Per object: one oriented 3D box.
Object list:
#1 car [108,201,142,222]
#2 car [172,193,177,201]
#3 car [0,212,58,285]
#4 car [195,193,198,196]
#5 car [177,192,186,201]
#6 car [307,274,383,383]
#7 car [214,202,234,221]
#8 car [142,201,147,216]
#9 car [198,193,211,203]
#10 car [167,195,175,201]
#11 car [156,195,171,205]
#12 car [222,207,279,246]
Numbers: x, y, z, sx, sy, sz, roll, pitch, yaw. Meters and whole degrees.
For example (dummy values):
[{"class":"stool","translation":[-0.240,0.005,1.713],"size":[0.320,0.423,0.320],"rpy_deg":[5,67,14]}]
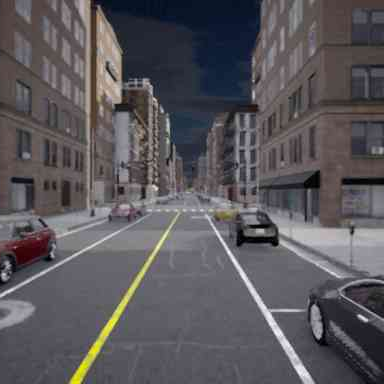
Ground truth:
[{"class":"car","translation":[-5.381,1.557,26.304],"size":[1.802,1.307,4.206],"rpy_deg":[0,0,0]},{"class":"car","translation":[-5.388,1.353,80.486],"size":[1.967,1.590,4.097],"rpy_deg":[0,0,0]},{"class":"car","translation":[-5.386,1.432,9.259],"size":[1.967,1.590,4.097],"rpy_deg":[0,0,0]},{"class":"car","translation":[2.668,1.221,85.891],"size":[2.192,1.841,5.009],"rpy_deg":[0,0,0]},{"class":"car","translation":[-2.729,1.437,80.999],"size":[2.128,1.511,4.902],"rpy_deg":[0,0,0]},{"class":"car","translation":[2.638,1.547,3.578],"size":[2.008,1.369,4.403],"rpy_deg":[0,0,0]},{"class":"car","translation":[2.644,1.500,26.473],"size":[1.752,1.417,4.829],"rpy_deg":[0,0,0]},{"class":"car","translation":[-5.379,1.520,31.986],"size":[2.008,1.369,4.403],"rpy_deg":[0,0,0]},{"class":"car","translation":[2.657,1.482,64.266],"size":[2.008,1.369,4.403],"rpy_deg":[0,0,0]},{"class":"car","translation":[-5.392,1.432,85.722],"size":[1.752,1.417,4.829],"rpy_deg":[0,0,0]},{"class":"car","translation":[-5.374,1.489,58.861],"size":[2.008,1.369,4.403],"rpy_deg":[0,0,0]},{"class":"car","translation":[2.641,1.552,14.941],"size":[1.947,1.339,4.313],"rpy_deg":[0,0,0]}]
